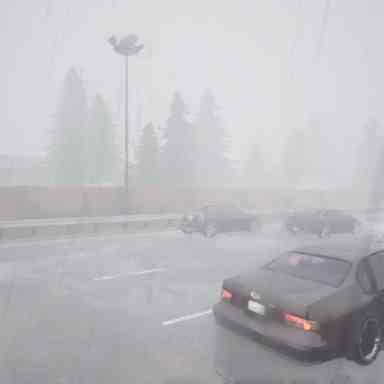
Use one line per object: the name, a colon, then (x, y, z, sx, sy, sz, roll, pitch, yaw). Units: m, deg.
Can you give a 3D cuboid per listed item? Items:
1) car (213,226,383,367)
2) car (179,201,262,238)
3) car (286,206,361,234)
car: (2.878, 1.555, 5.814, 5.357, 1.411, 2.033, 0, 0, -36)
car: (1.641, 1.367, 17.871, 4.553, 1.767, 2.097, 0, 0, -36)
car: (6.946, 1.525, 17.375, 4.892, 1.490, 1.837, 0, 0, -36)
